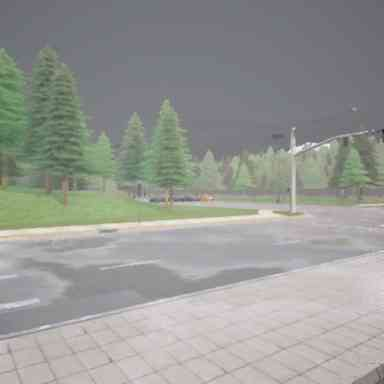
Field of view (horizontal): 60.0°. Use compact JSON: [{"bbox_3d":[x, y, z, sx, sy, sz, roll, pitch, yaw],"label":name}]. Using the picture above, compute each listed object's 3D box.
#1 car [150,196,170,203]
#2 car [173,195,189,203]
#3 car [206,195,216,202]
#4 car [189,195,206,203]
[{"bbox_3d":[-6.267,1.420,62.569,1.994,1.385,4.181,0,0,-34],"label":"car"},{"bbox_3d":[-3.238,1.441,64.376,1.895,1.301,4.718,0,0,-34],"label":"car"},{"bbox_3d":[2.816,1.286,67.968,1.882,1.535,5.008,0,0,-35],"label":"car"},{"bbox_3d":[-0.185,1.371,66.149,2.033,1.411,5.357,0,0,-35],"label":"car"}]
